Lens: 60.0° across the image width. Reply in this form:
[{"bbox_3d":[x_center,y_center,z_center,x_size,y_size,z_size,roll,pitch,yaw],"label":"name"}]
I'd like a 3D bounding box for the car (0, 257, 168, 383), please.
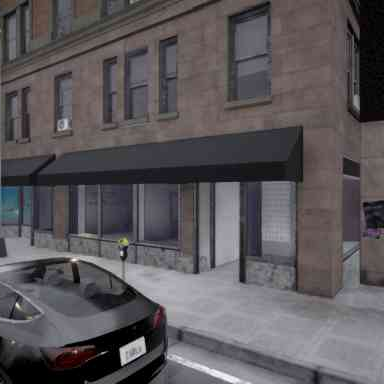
[{"bbox_3d":[-2.260,1.566,4.413,4.313,1.339,1.947,0,0,35],"label":"car"}]
